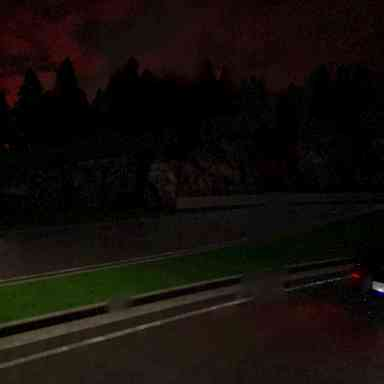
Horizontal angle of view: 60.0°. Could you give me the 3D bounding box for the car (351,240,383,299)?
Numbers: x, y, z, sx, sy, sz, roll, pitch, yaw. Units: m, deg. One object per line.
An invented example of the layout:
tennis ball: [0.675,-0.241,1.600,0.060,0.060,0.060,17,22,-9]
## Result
car: [5.218,1.384,6.585,4.674,1.442,1.812,-1,0,-26]
